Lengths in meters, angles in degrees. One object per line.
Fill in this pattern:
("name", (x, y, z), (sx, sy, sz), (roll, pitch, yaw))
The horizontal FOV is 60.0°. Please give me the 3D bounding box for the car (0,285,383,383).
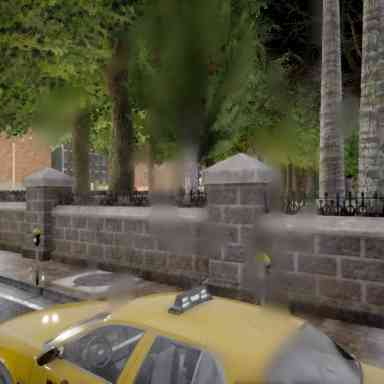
("car", (-0.222, 1.526, 2.976), (4.829, 1.417, 1.752), (0, -1, 35))
